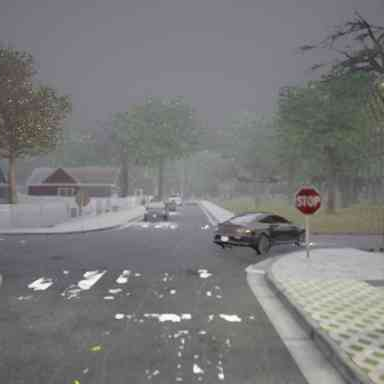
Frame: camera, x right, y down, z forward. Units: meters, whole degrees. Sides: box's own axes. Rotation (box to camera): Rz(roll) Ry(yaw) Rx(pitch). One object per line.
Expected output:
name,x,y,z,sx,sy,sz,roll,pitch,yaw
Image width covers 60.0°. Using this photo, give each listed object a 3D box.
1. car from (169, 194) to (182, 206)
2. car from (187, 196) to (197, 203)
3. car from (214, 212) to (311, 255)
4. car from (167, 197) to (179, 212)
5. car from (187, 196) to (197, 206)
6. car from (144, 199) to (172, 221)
car,-2.863,1.339,55.827,2.150,2.045,5.566,0,-1,0
car,-0.076,1.562,69.592,1.994,1.385,4.181,0,0,0
car,2.835,1.515,13.153,4.674,1.442,1.812,2,-3,-43
car,-2.892,1.612,39.280,1.994,1.385,4.181,0,0,0
car,-0.012,1.732,59.522,1.895,1.301,4.718,0,0,0
car,-2.863,1.542,27.563,1.812,1.442,4.674,0,0,-1
